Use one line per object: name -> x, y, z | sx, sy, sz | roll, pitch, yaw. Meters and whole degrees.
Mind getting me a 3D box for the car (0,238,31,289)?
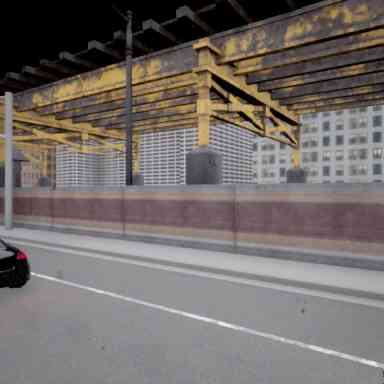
car -> -5.765, 1.564, 8.027 | 4.181, 1.385, 1.994 | 0, 0, 36
